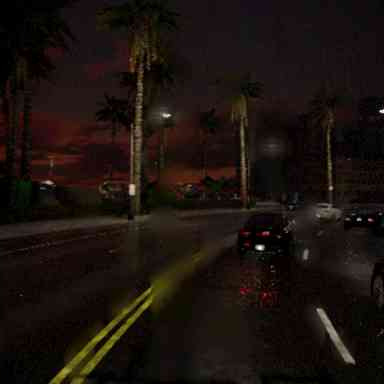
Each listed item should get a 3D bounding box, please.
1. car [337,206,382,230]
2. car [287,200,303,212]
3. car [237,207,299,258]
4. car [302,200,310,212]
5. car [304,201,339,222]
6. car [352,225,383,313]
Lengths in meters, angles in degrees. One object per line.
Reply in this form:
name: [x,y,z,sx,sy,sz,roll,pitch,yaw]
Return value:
car: [11.184,1.693,21.754,2.033,1.411,5.357,0,0,32]
car: [13.745,1.722,41.730,4.902,1.511,2.128,1,0,-43]
car: [3.049,1.570,13.159,1.837,1.490,4.892,0,0,20]
car: [15.274,1.775,38.469,2.033,1.411,5.357,0,0,45]
car: [11.313,1.693,28.083,1.812,1.442,4.674,0,0,36]
car: [4.214,1.535,4.753,2.128,1.511,4.902,0,0,10]
